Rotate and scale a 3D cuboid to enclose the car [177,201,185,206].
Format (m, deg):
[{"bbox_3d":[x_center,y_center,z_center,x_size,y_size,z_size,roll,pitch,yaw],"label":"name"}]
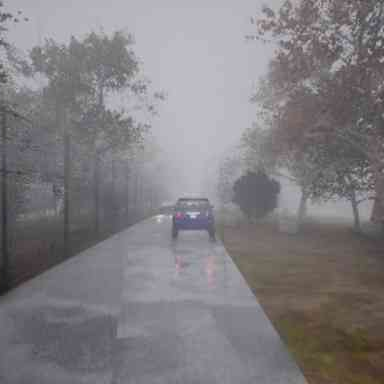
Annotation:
[{"bbox_3d":[-2.585,2.730,80.142,1.895,1.301,4.718,0,-2,0],"label":"car"}]

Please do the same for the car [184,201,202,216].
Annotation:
[{"bbox_3d":[0.065,1.807,37.448,1.882,1.535,5.008,0,-1,0],"label":"car"}]

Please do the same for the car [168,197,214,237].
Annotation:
[{"bbox_3d":[0.073,1.297,18.779,2.150,2.045,5.566,0,-1,0],"label":"car"}]

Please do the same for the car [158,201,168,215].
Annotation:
[{"bbox_3d":[-2.869,1.846,39.523,1.882,1.535,5.008,0,-1,0],"label":"car"}]
